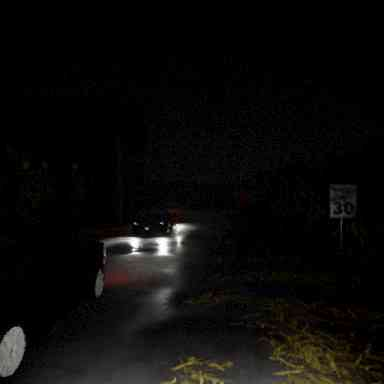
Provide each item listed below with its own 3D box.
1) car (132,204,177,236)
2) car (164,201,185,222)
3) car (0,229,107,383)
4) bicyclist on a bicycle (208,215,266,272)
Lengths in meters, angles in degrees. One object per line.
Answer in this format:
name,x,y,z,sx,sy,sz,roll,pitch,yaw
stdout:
car,-2.176,1.628,19.410,1.812,1.442,4.674,0,0,4
car,-1.630,1.581,27.703,1.882,1.535,5.008,0,0,3
car,-2.980,1.491,5.646,1.882,1.535,5.008,0,0,3
bicyclist on a bicycle,1.286,1.498,9.515,1.656,1.620,0.582,1,0,3
